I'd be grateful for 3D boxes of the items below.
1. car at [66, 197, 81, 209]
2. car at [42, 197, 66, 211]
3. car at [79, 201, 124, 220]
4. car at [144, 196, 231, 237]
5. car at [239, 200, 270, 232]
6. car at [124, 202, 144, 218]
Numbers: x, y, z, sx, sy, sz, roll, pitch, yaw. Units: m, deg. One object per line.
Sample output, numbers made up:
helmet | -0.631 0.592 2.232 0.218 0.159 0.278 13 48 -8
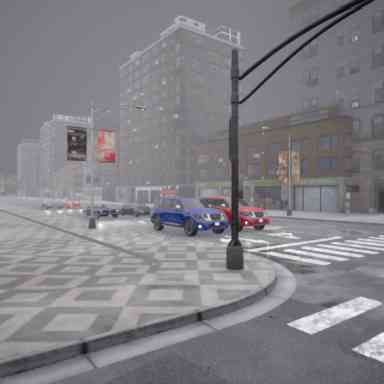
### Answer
car | -17.347 1.505 48.136 2.097 1.767 4.553 0 0 -36
car | -18.864 1.678 44.671 1.812 1.442 4.674 0 0 -36
car | -8.210 1.705 29.900 1.895 1.301 4.718 0 0 -35
car | -0.347 1.276 19.089 2.150 2.045 5.566 0 0 -36
car | 2.266 1.276 21.021 2.150 2.045 5.566 0 0 -36
car | -5.269 1.648 31.378 2.033 1.411 5.357 0 0 -36
